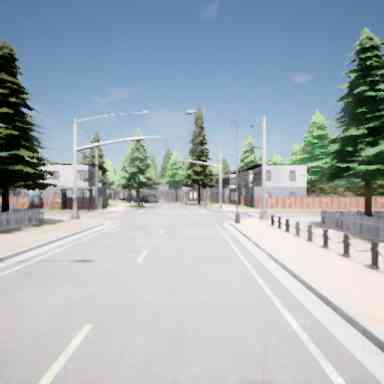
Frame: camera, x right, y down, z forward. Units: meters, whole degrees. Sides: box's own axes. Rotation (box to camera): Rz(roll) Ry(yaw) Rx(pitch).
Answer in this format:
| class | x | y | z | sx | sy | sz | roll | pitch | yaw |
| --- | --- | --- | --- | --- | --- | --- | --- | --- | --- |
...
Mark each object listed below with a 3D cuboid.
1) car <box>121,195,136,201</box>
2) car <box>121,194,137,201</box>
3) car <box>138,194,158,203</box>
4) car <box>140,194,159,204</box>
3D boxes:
| class | x | y | z | sx | sy | sz | roll | pitch | yaw |
| --- | --- | --- | --- | --- | --- | --- | --- | --- | --- |
| car | -15.588 | 1.763 | 80.206 | 1.994 | 1.385 | 4.181 | 0 | 0 | -36 |
| car | -16.556 | 1.432 | 87.054 | 2.097 | 1.767 | 4.553 | 0 | 0 | -45 |
| car | -10.434 | 1.432 | 78.715 | 2.150 | 2.045 | 5.566 | 0 | 0 | -36 |
| car | -8.214 | 1.723 | 66.580 | 2.033 | 1.411 | 5.357 | 0 | 0 | -21 |
